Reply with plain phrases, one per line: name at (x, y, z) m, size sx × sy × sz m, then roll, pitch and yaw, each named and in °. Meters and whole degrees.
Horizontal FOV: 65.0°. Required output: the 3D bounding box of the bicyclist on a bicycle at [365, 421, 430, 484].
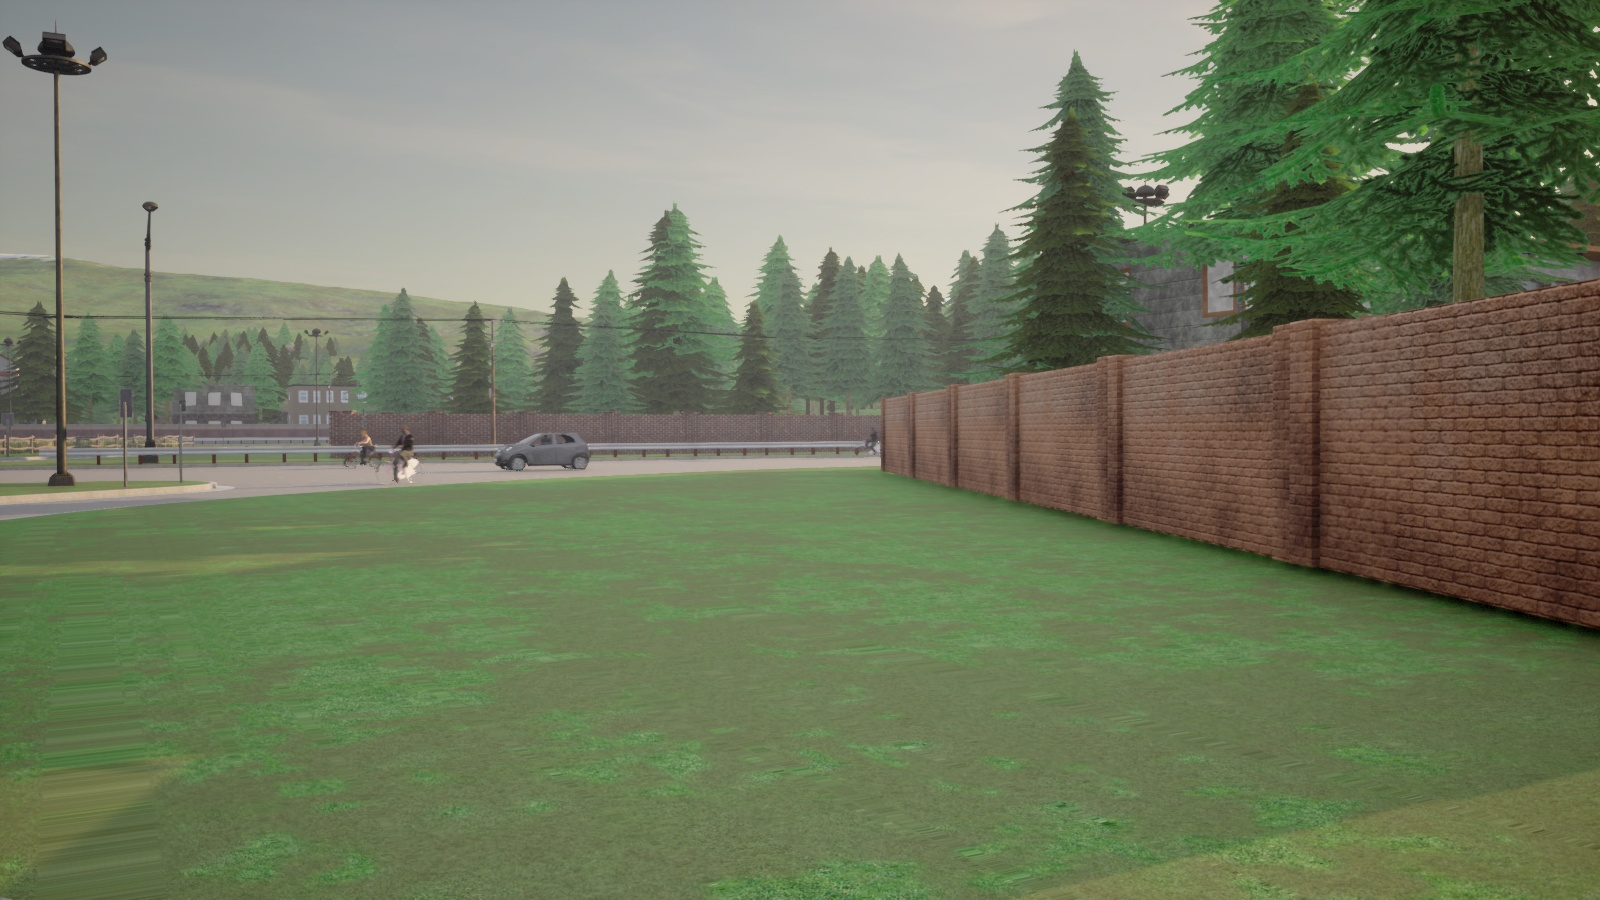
bicyclist on a bicycle at (-11.782, 0.064, 36.803) m, size 0.659 × 1.776 × 1.843 m, roll 2°, pitch 1°, yaw 28°

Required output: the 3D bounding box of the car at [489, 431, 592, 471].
car at (-10.221, 0.010, 49.481) m, size 3.633 × 1.501 × 1.845 m, roll 0°, pitch 1°, yaw -28°

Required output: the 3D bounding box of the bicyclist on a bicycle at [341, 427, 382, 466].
bicyclist on a bicycle at (-18.496, -0.154, 52.985) m, size 1.509 × 1.612 × 0.866 m, roll 0°, pitch 1°, yaw -28°
